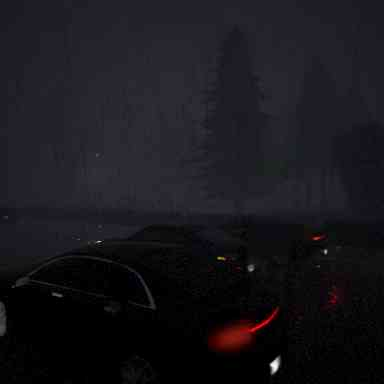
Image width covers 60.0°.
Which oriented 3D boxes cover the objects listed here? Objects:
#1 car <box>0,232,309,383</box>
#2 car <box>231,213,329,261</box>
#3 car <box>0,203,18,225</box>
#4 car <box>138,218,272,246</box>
[{"bbox_3d":[-1.118,1.485,4.789,4.892,1.490,1.837,0,0,35],"label":"car"},{"bbox_3d":[1.965,1.478,11.188,4.892,1.490,1.837,0,0,35],"label":"car"},{"bbox_3d":[-13.700,1.465,22.361,5.008,1.535,1.882,-1,0,35],"label":"car"},{"bbox_3d":[-0.562,1.495,8.691,4.674,1.442,1.812,0,0,36],"label":"car"}]
